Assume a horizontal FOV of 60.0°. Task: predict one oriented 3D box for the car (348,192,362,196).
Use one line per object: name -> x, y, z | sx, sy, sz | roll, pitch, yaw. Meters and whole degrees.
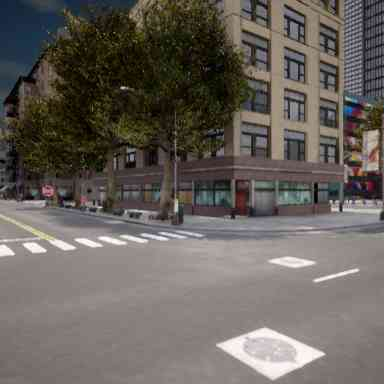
car -> 39.926, 1.272, 84.591 | 2.002, 1.452, 4.674 | 0, 0, -36
